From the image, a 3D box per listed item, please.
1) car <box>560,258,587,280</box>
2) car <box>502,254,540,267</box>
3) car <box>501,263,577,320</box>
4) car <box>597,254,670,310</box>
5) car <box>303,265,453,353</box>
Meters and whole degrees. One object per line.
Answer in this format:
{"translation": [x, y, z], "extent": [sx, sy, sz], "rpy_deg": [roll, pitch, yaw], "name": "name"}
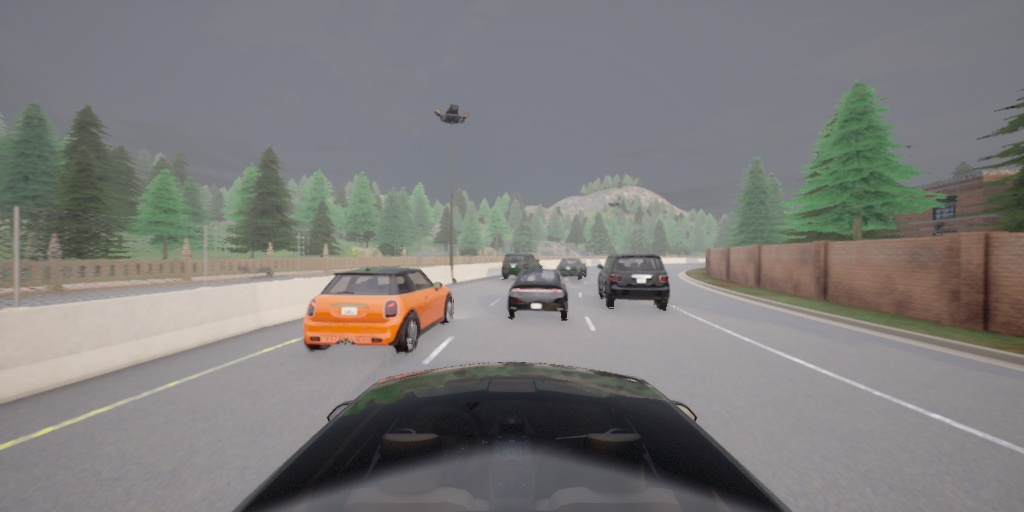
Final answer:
{"translation": [5.028, 0.966, 29.868], "extent": [2.097, 1.767, 4.553], "rpy_deg": [0, 0, 18], "name": "car"}
{"translation": [0.855, 0.824, 28.488], "extent": [2.150, 2.045, 5.566], "rpy_deg": [0, 0, 17], "name": "car"}
{"translation": [0.984, 1.185, 12.487], "extent": [2.128, 1.511, 4.902], "rpy_deg": [0, 0, 7], "name": "car"}
{"translation": [4.805, 0.919, 14.772], "extent": [2.150, 2.045, 5.566], "rpy_deg": [0, 0, 9], "name": "car"}
{"translation": [-2.910, 1.048, 8.878], "extent": [2.097, 1.767, 4.553], "rpy_deg": [0, 0, 4], "name": "car"}
